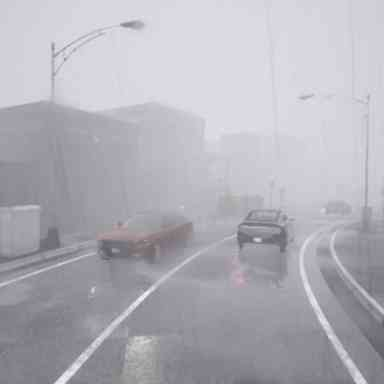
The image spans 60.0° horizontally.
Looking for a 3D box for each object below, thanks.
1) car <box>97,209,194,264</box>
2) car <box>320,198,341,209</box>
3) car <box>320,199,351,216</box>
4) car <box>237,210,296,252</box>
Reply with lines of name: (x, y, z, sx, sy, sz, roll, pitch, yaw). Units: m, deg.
car: (-1.423, 1.424, 11.970, 1.882, 1.535, 5.008, 1, 0, 18)
car: (20.075, 1.687, 48.249, 1.994, 1.385, 4.181, 1, 0, 34)
car: (15.158, 1.609, 34.347, 2.128, 1.511, 4.902, 1, 0, 34)
car: (3.261, 1.498, 14.133, 2.128, 1.511, 4.902, 1, 0, 22)
